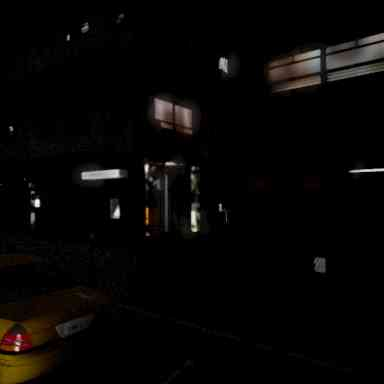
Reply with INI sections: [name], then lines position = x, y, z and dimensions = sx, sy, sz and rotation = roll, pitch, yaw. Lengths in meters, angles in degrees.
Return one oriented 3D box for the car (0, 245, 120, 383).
[car]
position = -3.229, 1.512, 5.199
dimensions = 4.829, 1.417, 1.752
rotation = 0, -1, 36
